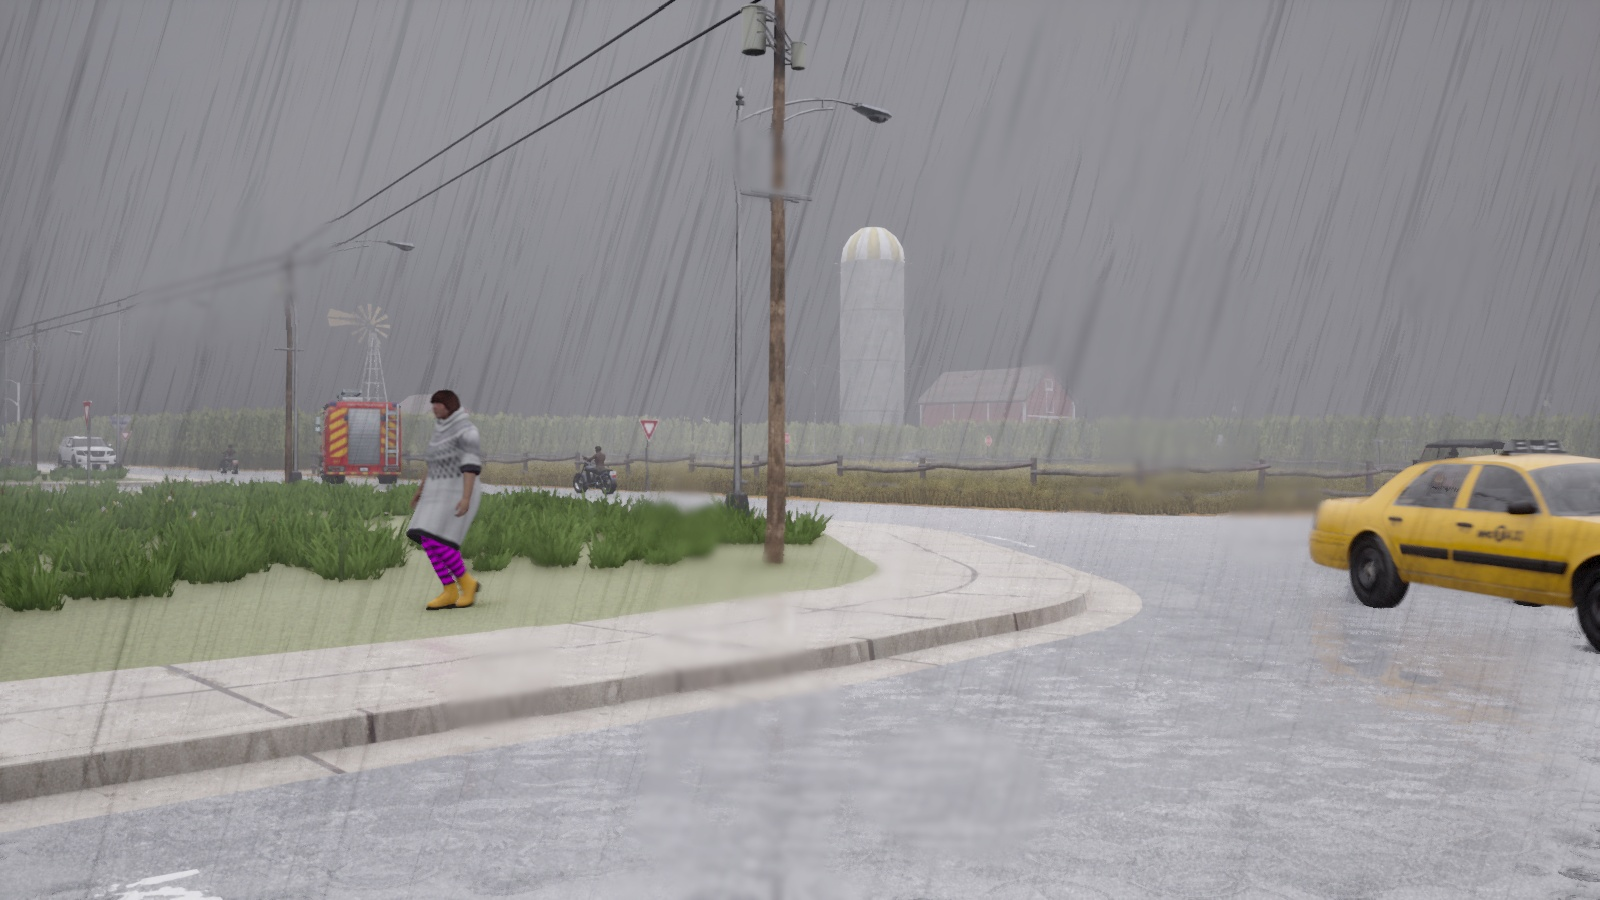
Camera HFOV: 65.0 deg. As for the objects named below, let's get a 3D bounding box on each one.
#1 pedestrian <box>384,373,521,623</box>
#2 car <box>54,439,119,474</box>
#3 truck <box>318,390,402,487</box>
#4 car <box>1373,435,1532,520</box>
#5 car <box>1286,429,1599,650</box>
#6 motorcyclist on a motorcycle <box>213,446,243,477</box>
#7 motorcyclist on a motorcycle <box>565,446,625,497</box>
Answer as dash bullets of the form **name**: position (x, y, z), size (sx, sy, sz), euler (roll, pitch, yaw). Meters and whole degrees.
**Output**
- **pedestrian**: position (-2.864, 0.377, 10.368), size (0.873, 1.952, 0.659), euler (0, 0, -44)
- **car**: position (-42.894, 0.363, 75.433), size (2.150, 2.045, 5.566), euler (0, 0, -43)
- **truck**: position (-19.107, -0.454, 54.214), size (2.891, 3.827, 8.468), euler (0, 0, -23)
- **car**: position (15.444, 0.607, 29.668), size (3.866, 1.878, 1.905), euler (0, 0, -38)
- **car**: position (6.376, 0.650, 10.674), size (1.801, 1.575, 5.366), euler (0, 0, -8)
- **motorcyclist on a motorcycle**: position (-30.751, 0.630, 67.505), size (0.766, 1.649, 2.350), euler (0, 0, -43)
- **motorcyclist on a motorcycle**: position (-6.830, 0.695, 41.765), size (0.766, 1.649, 2.350), euler (0, 0, -43)
